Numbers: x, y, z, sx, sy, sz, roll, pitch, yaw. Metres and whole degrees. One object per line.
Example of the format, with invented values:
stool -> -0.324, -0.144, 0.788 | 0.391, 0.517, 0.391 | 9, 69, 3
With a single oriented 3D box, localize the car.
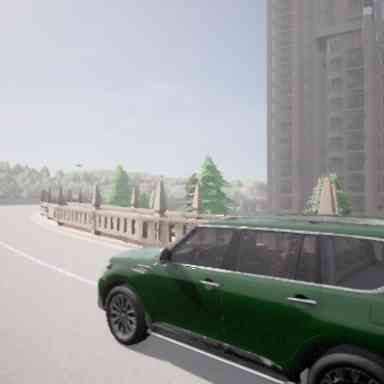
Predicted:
car -> 0.953, 1.327, 4.715 | 5.566, 2.045, 2.150 | 0, -1, 41
